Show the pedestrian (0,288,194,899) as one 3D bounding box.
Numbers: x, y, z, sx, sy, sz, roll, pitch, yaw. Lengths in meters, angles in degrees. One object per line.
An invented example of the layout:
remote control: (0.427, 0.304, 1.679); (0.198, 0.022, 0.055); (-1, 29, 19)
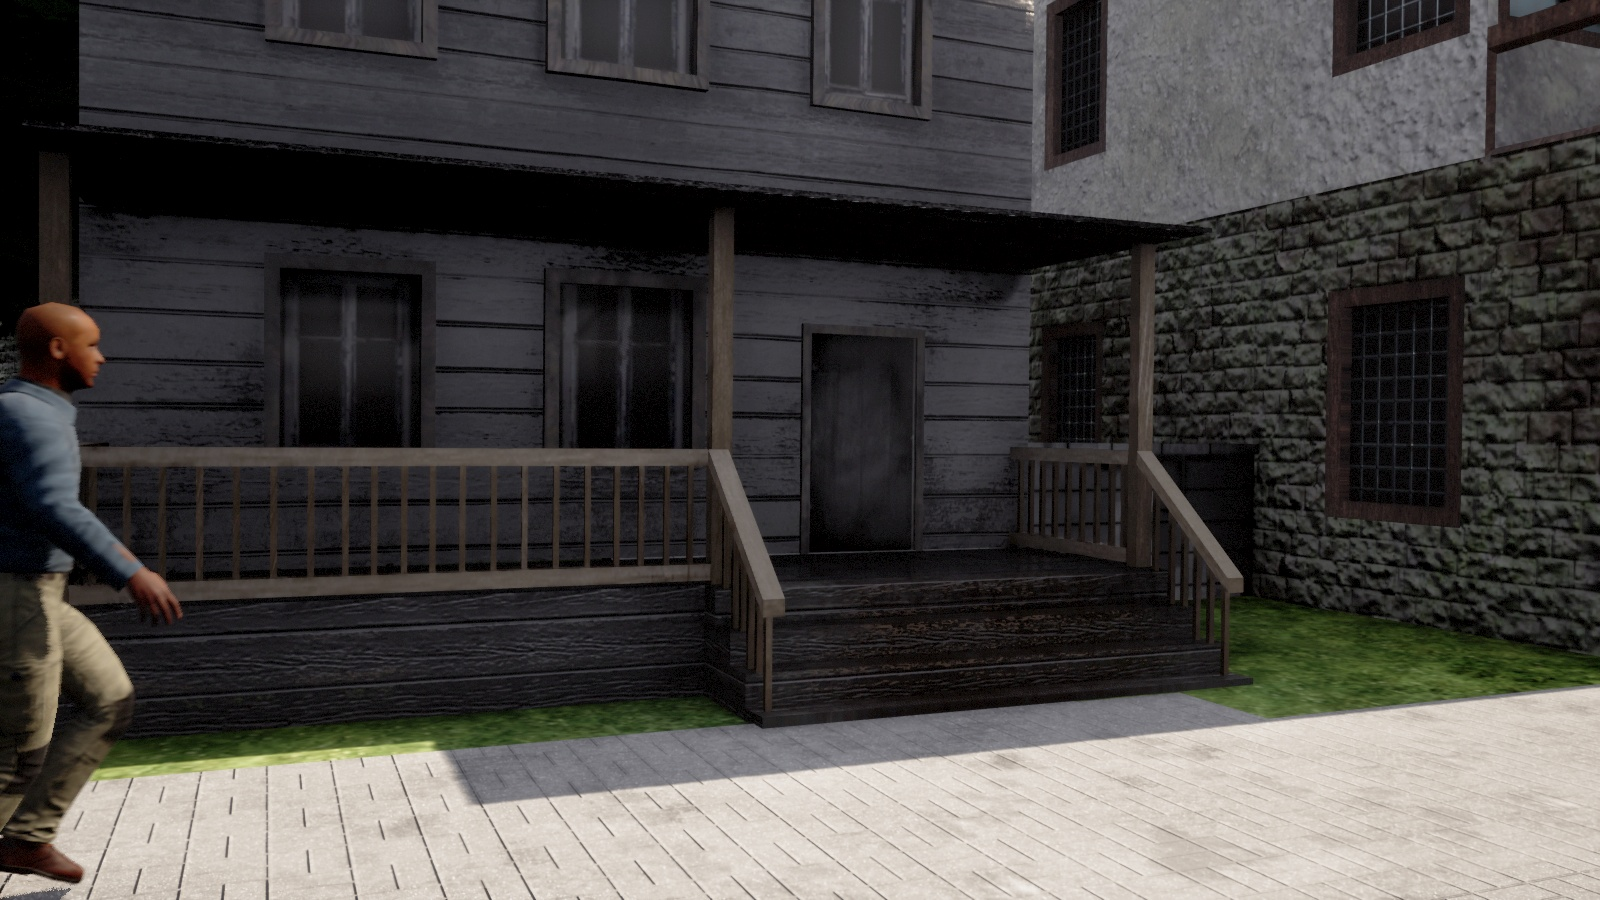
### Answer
pedestrian: (-2.201, 0.472, 3.642); (0.726, 1.835, 0.370); (-1, 1, -34)
